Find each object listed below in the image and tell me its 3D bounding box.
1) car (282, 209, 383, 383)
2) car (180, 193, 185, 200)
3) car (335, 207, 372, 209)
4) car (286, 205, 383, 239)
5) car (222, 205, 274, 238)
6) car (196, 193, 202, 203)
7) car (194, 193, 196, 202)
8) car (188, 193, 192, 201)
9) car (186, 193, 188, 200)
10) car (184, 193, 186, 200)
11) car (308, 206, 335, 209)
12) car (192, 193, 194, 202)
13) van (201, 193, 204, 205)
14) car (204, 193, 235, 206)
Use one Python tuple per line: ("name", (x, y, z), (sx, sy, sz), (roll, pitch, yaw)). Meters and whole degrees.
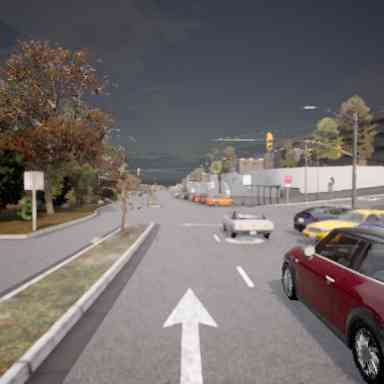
("car", (3.026, 1.343, 5.450), (2.097, 1.767, 4.553), (0, 0, -1))
("car", (0.439, 1.258, 91.084), (5.566, 2.045, 2.435), (1, 0, -27))
("car", (7.646, 1.334, 11.523), (4.553, 1.767, 2.185), (1, 0, -22))
("car", (7.611, 1.484, 17.513), (4.792, 1.488, 2.163), (1, 0, -22))
("car", (2.725, 1.573, 17.381), (1.895, 1.301, 4.718), (0, 0, -2))
("car", (4.205, 1.320, 61.260), (5.566, 2.045, 2.435), (1, 0, -27))
("car", (3.885, 1.311, 64.280), (5.566, 2.045, 2.435), (0, 0, -27))
("car", (2.751, 1.283, 73.222), (5.566, 2.045, 2.435), (0, 0, -27))
("car", (1.963, 1.520, 79.158), (4.892, 1.521, 2.231), (1, 0, -27))
("car", (1.157, 1.383, 85.100), (4.553, 1.767, 2.185), (1, 0, -27))
("car", (7.358, 1.449, 14.462), (5.366, 1.575, 1.946), (1, 0, -22))
("car", (3.271, 1.542, 70.315), (5.366, 1.575, 1.946), (1, 0, -27))
("van", (4.483, 1.355, 58.234), (4.442, 1.987, 1.878), (1, 0, -27))
("car", (4.892, 1.465, 55.284), (4.553, 1.767, 2.185), (0, 0, -27))
